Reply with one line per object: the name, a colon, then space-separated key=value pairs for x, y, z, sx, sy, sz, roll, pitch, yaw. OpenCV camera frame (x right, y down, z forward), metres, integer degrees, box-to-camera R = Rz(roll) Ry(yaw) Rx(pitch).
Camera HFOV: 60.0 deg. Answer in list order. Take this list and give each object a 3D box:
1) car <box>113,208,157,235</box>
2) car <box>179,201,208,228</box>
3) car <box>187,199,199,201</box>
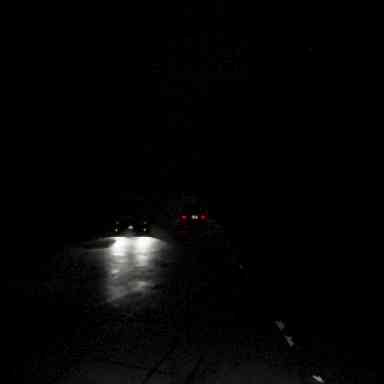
car: x=-3.098 y=1.604 z=18.780 sx=1.994 sy=1.385 sz=4.181 roll=0 pitch=0 yaw=0
car: x=0.102 y=1.598 z=22.827 sx=2.033 sy=1.411 sz=5.357 roll=0 pitch=0 yaw=0
car: x=0.097 y=1.587 z=41.790 sx=1.882 sy=1.535 sz=5.008 roll=0 pitch=0 yaw=0
